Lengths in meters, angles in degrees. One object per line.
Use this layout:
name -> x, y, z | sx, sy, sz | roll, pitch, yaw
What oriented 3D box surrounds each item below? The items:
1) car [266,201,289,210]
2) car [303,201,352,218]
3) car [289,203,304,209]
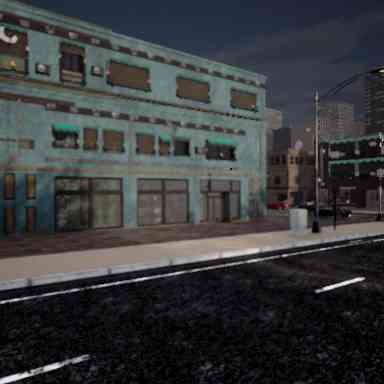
car -> 13.013, 2.054, 50.464 | 1.802, 1.307, 4.206 | -1, 0, -36
car -> 14.153, 1.932, 34.228 | 1.947, 1.339, 4.313 | -1, 0, -36
car -> 16.227, 1.960, 45.958 | 2.008, 1.369, 4.403 | -1, 0, -36
